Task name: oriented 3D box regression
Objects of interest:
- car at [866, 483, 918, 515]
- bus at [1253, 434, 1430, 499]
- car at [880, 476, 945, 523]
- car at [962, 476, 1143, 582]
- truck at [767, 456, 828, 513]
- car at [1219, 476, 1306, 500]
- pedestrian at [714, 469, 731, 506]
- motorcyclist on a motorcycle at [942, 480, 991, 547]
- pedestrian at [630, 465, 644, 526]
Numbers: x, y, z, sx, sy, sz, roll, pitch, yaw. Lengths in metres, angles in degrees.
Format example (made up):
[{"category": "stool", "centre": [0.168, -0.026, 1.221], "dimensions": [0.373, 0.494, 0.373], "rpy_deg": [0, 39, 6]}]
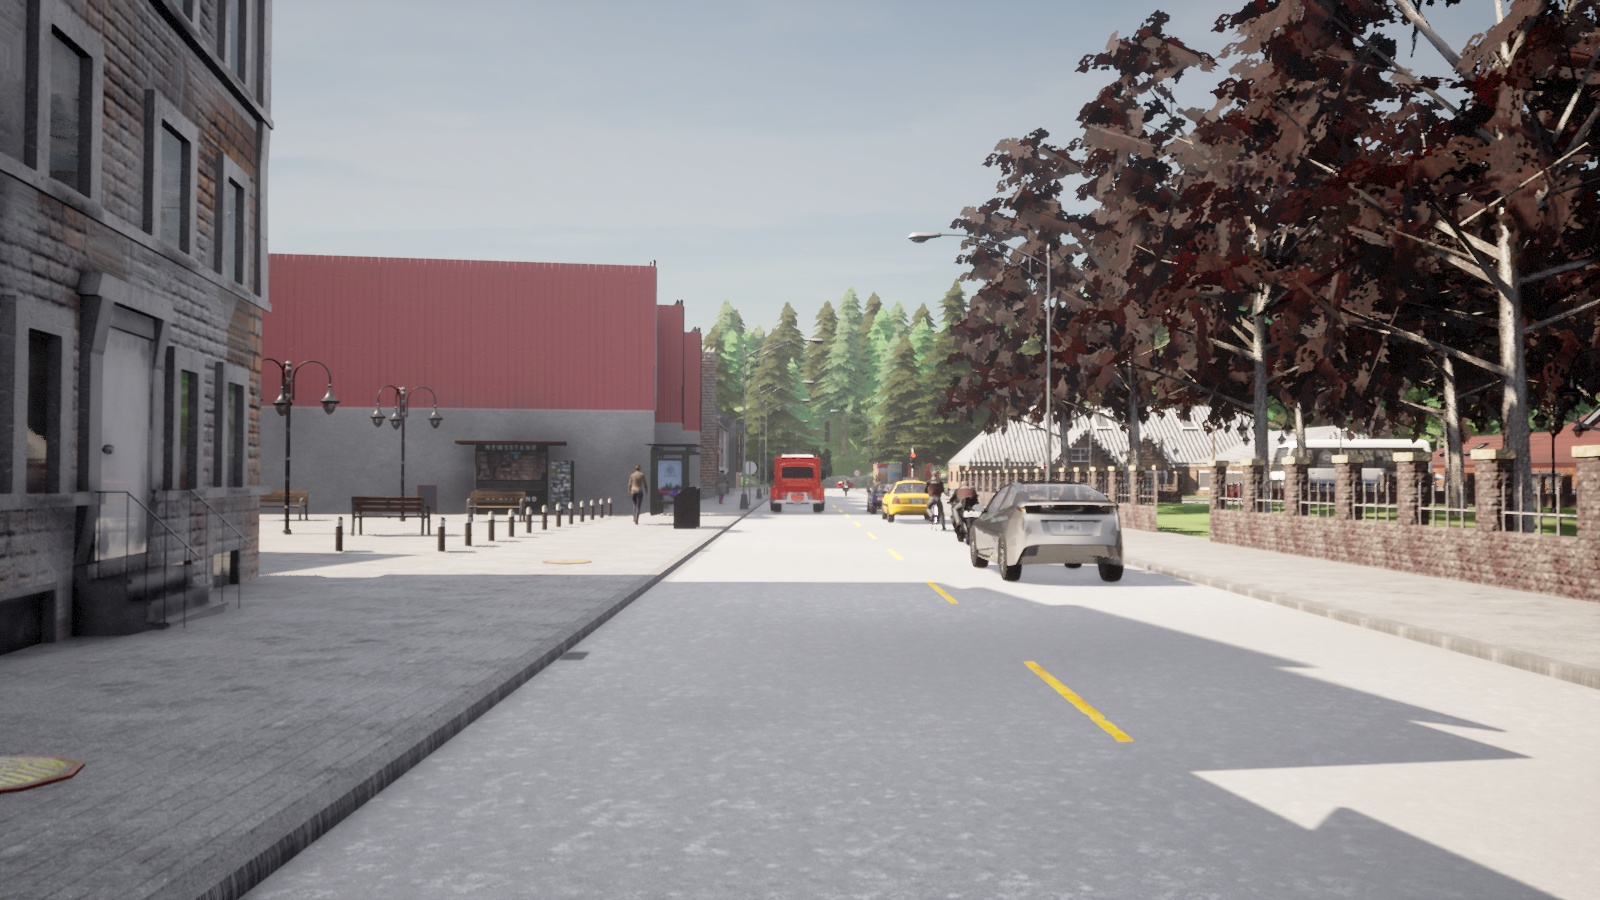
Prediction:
[{"category": "car", "centre": [3.899, 2.068, 53.953], "dimensions": [1.895, 1.301, 4.718], "rpy_deg": [0, -1, 0]}, {"category": "bus", "centre": [36.573, 1.133, 85.261], "dimensions": [10.273, 4.253, 3.944], "rpy_deg": [0, -1, 5]}, {"category": "car", "centre": [3.910, 1.699, 44.332], "dimensions": [1.801, 1.575, 5.366], "rpy_deg": [0, -1, 0]}, {"category": "car", "centre": [3.945, 1.193, 20.410], "dimensions": [2.007, 1.525, 4.514], "rpy_deg": [0, -1, 0]}, {"category": "truck", "centre": [-0.109, 1.564, 57.097], "dimensions": [2.627, 2.467, 5.204], "rpy_deg": [0, -1, 0]}, {"category": "car", "centre": [29.836, 2.447, 81.118], "dimensions": [4.792, 1.488, 2.163], "rpy_deg": [0, -1, -2]}, {"category": "pedestrian", "centre": [-4.171, 1.991, 67.258], "dimensions": [0.659, 1.952, 0.873], "rpy_deg": [-1, -1, 15]}, {"category": "motorcyclist on a motorcycle", "centre": [3.930, 1.484, 29.833], "dimensions": [0.866, 1.530, 2.191], "rpy_deg": [0, -1, 0]}, {"category": "pedestrian", "centre": [-4.886, 1.363, 37.693], "dimensions": [0.328, 1.805, 0.869], "rpy_deg": [0, -1, -2]}]
